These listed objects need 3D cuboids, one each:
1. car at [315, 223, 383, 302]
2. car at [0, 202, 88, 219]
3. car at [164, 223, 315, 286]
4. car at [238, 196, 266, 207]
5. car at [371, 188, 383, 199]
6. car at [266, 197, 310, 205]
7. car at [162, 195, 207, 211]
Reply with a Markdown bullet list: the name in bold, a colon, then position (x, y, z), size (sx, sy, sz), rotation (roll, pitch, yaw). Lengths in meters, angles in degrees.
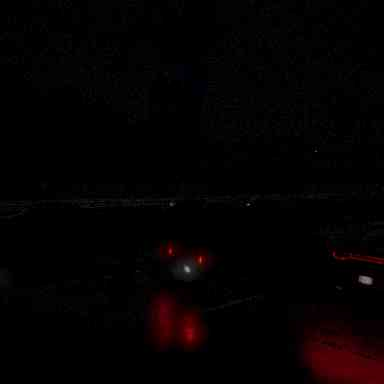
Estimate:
- **car**: position (5.108, 1.378, 7.340), size (5.008, 1.535, 1.882), rotation (-1, 1, -35)
- **car**: position (-7.264, 1.317, 15.991), size (4.553, 1.767, 2.097), rotation (-1, 0, -35)
- **car**: position (1.703, 1.523, 9.222), size (4.718, 1.301, 1.895), rotation (-1, 0, -35)
- **car**: position (6.831, 1.185, 34.491), size (4.674, 1.442, 1.812), rotation (-1, 1, -35)
- **car**: position (33.208, 0.348, 57.265), size (5.566, 2.045, 2.150), rotation (-1, 1, -35)
- **car**: position (9.597, 1.209, 32.156), size (4.181, 1.385, 1.994), rotation (-1, 1, -35)
- **car**: position (-0.764, 1.115, 33.419), size (4.553, 1.767, 2.097), rotation (-1, 1, -35)
